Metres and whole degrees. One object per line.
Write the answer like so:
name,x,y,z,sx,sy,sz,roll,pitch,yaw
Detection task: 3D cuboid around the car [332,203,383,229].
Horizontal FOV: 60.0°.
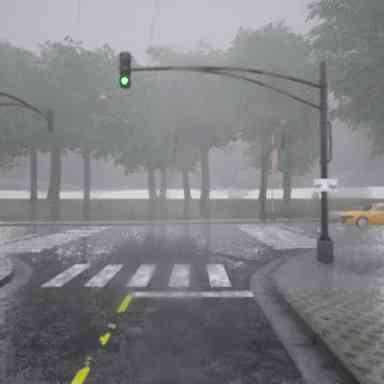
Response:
car,12.006,1.464,21.232,5.008,1.535,1.882,-1,-2,0

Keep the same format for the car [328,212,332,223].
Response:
car,12.262,1.680,24.477,4.718,1.301,1.895,-1,-2,0
